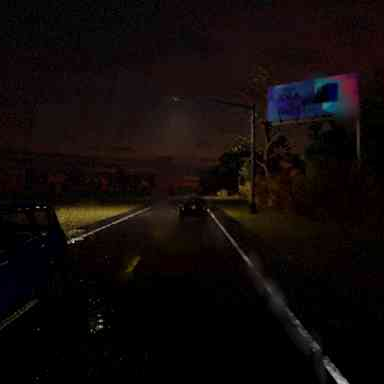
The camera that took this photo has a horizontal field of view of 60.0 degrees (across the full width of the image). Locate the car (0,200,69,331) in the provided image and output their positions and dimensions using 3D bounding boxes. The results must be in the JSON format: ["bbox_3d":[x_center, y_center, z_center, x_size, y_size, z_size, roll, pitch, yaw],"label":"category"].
[{"bbox_3d":[-3.595,1.185,4.649,2.150,2.045,5.566,0,0,0],"label":"car"}]

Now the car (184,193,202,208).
[{"bbox_3d":[0.136,1.030,42.256,2.097,1.767,4.553,0,0,0],"label":"car"}]

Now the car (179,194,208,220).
[{"bbox_3d":[0.119,1.152,26.358,2.097,1.767,4.553,0,1,0],"label":"car"}]
